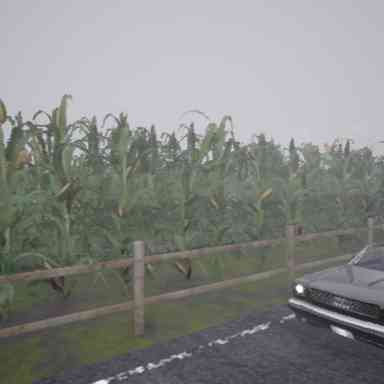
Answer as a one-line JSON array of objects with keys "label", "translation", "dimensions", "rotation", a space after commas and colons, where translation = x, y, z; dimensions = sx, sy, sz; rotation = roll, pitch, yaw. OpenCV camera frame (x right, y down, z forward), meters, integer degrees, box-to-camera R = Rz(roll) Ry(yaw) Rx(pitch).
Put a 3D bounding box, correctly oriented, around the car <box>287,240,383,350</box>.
[{"label": "car", "translation": [3.814, 1.555, 5.745], "dimensions": [4.718, 1.301, 1.895], "rotation": [-1, 0, -35]}]
